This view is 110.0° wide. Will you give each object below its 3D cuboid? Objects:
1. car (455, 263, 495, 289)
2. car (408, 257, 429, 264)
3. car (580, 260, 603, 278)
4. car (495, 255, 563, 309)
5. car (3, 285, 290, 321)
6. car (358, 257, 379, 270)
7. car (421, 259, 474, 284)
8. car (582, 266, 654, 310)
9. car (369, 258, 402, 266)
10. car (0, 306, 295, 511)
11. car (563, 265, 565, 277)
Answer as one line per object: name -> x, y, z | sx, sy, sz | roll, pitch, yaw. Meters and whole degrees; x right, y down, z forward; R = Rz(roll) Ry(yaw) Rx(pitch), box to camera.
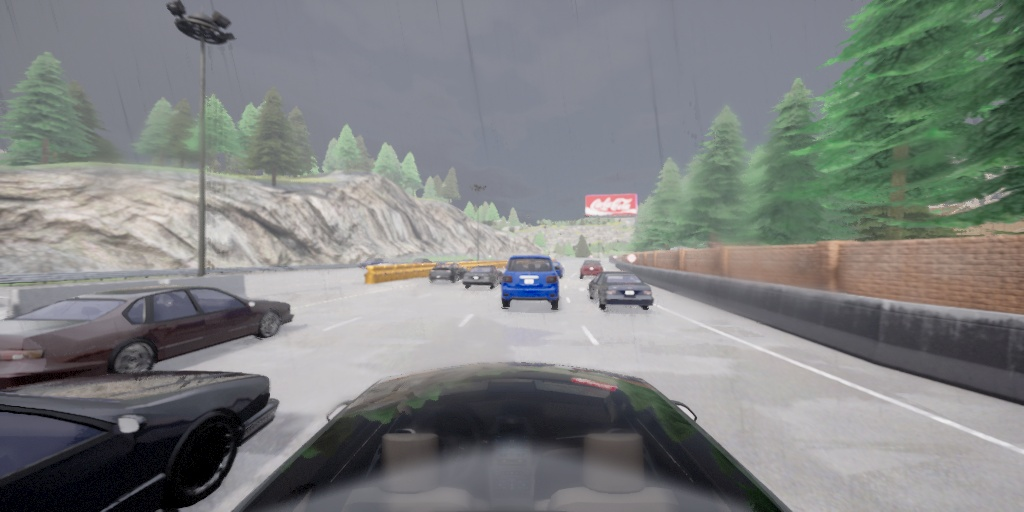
car -> -1.702, 1.307, 23.153 | 2.033, 1.411, 5.357 | 0, 0, 9
car -> -13.504, 1.097, 52.578 | 2.097, 1.767, 4.553 | 0, 0, 14
car -> 7.493, 1.146, 33.768 | 2.097, 1.767, 4.553 | 0, 0, 12
car -> 0.841, 0.983, 15.116 | 2.150, 2.045, 5.566 | 0, 0, 5
car -> -6.745, 1.281, 6.983 | 2.033, 1.411, 5.357 | 0, 0, 2
car -> -20.588, 1.076, 52.991 | 2.097, 1.767, 4.553 | 0, 0, 14
car -> -4.600, 1.245, 26.916 | 2.128, 1.511, 4.902 | 0, 0, 10
car -> 4.318, 1.319, 14.913 | 2.033, 1.411, 5.357 | 0, 0, 6
car -> -17.581, 1.332, 50.542 | 1.895, 1.301, 4.718 | 0, 0, 14
car -> -3.378, 1.287, 1.283 | 2.033, 1.411, 5.357 | 0, 0, 0
car -> 3.804, 1.260, 33.325 | 1.882, 1.535, 5.008 | 0, 0, 12
